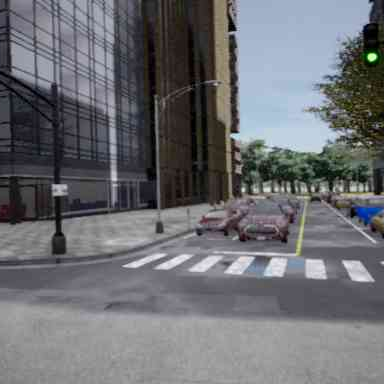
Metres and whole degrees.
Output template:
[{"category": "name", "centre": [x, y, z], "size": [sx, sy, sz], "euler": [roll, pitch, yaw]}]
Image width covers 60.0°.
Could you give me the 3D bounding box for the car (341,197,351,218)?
[{"category": "car", "centre": [13.299, 1.316, 26.360], "size": [1.947, 1.339, 4.313], "euler": [-2, 0, 19]}]

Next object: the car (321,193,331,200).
[{"category": "car", "centre": [30.158, 0.944, 74.791], "size": [1.752, 1.417, 4.829], "euler": [-2, 0, 19]}]

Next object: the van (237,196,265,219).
[{"category": "van", "centre": [5.240, 1.303, 29.158], "size": [1.690, 1.788, 3.998], "euler": [-2, 0, 19]}]

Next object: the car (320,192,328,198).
[{"category": "car", "centre": [33.892, 0.865, 85.517], "size": [1.752, 1.417, 4.829], "euler": [-2, 0, 19]}]

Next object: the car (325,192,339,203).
[{"category": "car", "centre": [20.767, 1.160, 47.814], "size": [2.008, 1.369, 4.403], "euler": [-2, 0, 19]}]

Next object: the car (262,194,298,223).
[{"category": "car", "centre": [6.378, 1.271, 24.294], "size": [2.097, 1.767, 4.553], "euler": [-2, 0, 19]}]

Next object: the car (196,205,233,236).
[{"category": "car", "centre": [1.513, 1.605, 18.428], "size": [1.802, 1.307, 4.206], "euler": [-2, 0, 19]}]

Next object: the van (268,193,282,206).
[{"category": "van", "centre": [12.710, 1.162, 50.613], "size": [1.690, 1.788, 3.998], "euler": [-2, 0, 19]}]

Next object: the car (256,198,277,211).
[{"category": "car", "centre": [8.983, 1.445, 39.884], "size": [2.008, 1.369, 4.403], "euler": [-2, 0, 19]}]

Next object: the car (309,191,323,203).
[{"category": "car", "centre": [21.551, 1.114, 58.144], "size": [1.837, 1.490, 4.892], "euler": [-2, 0, 19]}]

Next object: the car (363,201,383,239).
[{"category": "car", "centre": [9.618, 1.336, 15.793], "size": [1.752, 1.417, 4.829], "euler": [-2, 0, 19]}]

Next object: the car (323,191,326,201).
[{"category": "car", "centre": [22.627, 0.887, 53.178], "size": [2.192, 1.841, 5.009], "euler": [-2, 0, 19]}]

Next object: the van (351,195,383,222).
[{"category": "van", "centre": [11.424, 1.122, 20.998], "size": [1.690, 1.788, 3.998], "euler": [-2, 0, 19]}]

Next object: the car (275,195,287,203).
[{"category": "car", "centre": [16.452, 1.291, 61.339], "size": [1.887, 1.381, 4.507], "euler": [-2, 0, 19]}]

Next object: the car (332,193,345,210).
[{"category": "car", "centre": [17.088, 1.206, 37.248], "size": [1.752, 1.417, 4.829], "euler": [-2, 0, 19]}]

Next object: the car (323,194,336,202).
[{"category": "car", "centre": [26.369, 1.047, 63.903], "size": [2.008, 1.369, 4.403], "euler": [-2, 0, 19]}]

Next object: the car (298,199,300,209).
[{"category": "car", "centre": [9.369, 1.468, 32.859], "size": [1.895, 1.301, 4.718], "euler": [-2, 0, 19]}]

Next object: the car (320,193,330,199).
[{"category": "car", "centre": [31.971, 0.946, 79.993], "size": [1.947, 1.339, 4.313], "euler": [-2, 0, 19]}]

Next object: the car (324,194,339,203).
[{"category": "car", "centre": [24.502, 1.085, 58.540], "size": [2.008, 1.369, 4.403], "euler": [-2, 0, 19]}]

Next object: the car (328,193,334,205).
[{"category": "car", "centre": [18.900, 1.191, 42.450], "size": [1.887, 1.381, 4.507], "euler": [-2, 0, 19]}]

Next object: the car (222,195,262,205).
[{"category": "car", "centre": [3.371, 1.309, 23.794], "size": [2.192, 1.841, 5.009], "euler": [-2, 0, 19]}]

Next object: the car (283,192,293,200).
[{"category": "car", "centre": [23.913, 0.908, 82.795], "size": [2.192, 1.841, 5.009], "euler": [-2, 0, 19]}]

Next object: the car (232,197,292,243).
[{"category": "car", "centre": [3.533, 1.316, 15.954], "size": [2.097, 1.767, 4.553], "euler": [-2, 0, 18]}]

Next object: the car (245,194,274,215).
[{"category": "car", "centre": [7.107, 1.244, 34.522], "size": [2.192, 1.841, 5.009], "euler": [-2, 0, 19]}]
